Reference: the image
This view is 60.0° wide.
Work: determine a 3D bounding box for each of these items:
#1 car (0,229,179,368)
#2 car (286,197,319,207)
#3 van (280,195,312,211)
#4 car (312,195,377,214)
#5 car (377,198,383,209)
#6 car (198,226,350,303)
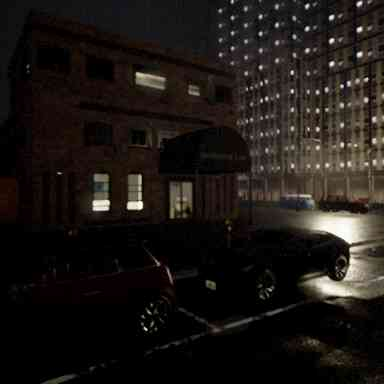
[{"bbox_3d":[-2.302,1.438,4.924,4.097,1.590,1.967,0,0,-35],"label":"car"},{"bbox_3d":[15.606,1.410,47.051,1.802,1.307,4.206,0,0,-35],"label":"car"},{"bbox_3d":[11.900,1.245,37.711,1.690,1.788,3.998,0,0,-35],"label":"van"},{"bbox_3d":[15.069,1.227,33.166,2.192,1.841,5.009,0,0,-35],"label":"car"},{"bbox_3d":[21.945,1.396,37.961,2.008,1.369,4.403,0,0,-35],"label":"car"},{"bbox_3d":[2.161,1.549,8.177,4.313,1.339,1.947,0,0,-35],"label":"car"}]
